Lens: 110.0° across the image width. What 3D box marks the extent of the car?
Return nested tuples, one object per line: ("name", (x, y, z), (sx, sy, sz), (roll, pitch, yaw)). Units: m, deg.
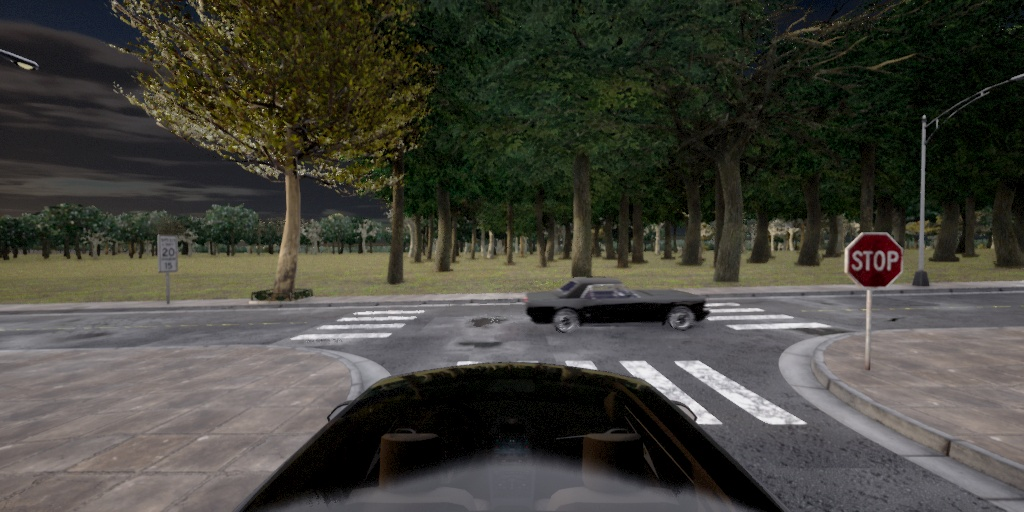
("car", (2.697, 1.271, 9.817), (4.718, 1.301, 1.895), (-1, 1, 0))
